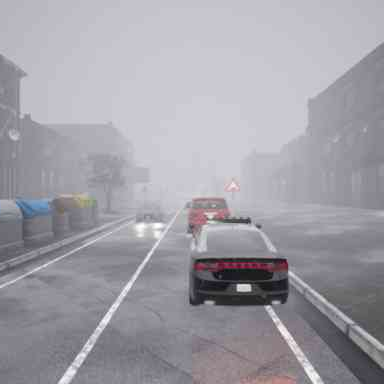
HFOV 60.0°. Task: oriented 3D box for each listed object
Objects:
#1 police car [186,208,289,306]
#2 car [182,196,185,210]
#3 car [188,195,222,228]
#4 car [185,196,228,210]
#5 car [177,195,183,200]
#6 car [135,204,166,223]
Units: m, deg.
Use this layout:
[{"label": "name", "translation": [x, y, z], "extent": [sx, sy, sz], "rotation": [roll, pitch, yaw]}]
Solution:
[{"label": "police car", "translation": [0.880, 1.436, 8.264], "extent": [1.930, 1.638, 5.238], "rotation": [0, 0, 0]}, {"label": "car", "translation": [-0.072, 1.654, 44.935], "extent": [1.812, 1.442, 4.674], "rotation": [0, 0, 0]}, {"label": "car", "translation": [0.842, 1.287, 24.189], "extent": [2.150, 2.045, 5.566], "rotation": [0, 0, 0]}, {"label": "car", "translation": [0.857, 1.264, 18.188], "extent": [2.150, 2.045, 5.566], "rotation": [0, 0, 0]}, {"label": "car", "translation": [-3.229, 1.587, 95.394], "extent": [1.837, 1.490, 4.892], "rotation": [0, 0, 0]}, {"label": "car", "translation": [-3.162, 1.634, 26.052], "extent": [1.994, 1.385, 4.181], "rotation": [0, 0, 0]}]
